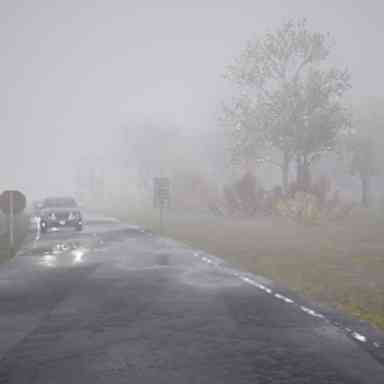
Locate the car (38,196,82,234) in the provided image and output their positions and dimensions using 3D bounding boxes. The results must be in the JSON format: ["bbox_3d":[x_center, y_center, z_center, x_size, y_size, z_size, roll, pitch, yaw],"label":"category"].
[{"bbox_3d":[-8.021,1.265,20.176,2.150,2.045,5.566,0,0,-24],"label":"car"}]

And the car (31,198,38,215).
[{"bbox_3d":[-15.575,1.580,35.225,2.128,1.511,4.902,0,0,-29],"label":"car"}]

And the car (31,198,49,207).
[{"bbox_3d":[-26.148,1.703,57.026,1.994,1.385,4.181,0,0,-37],"label":"car"}]
